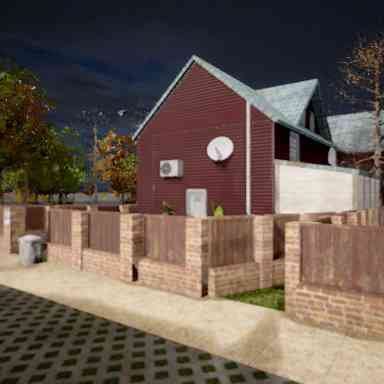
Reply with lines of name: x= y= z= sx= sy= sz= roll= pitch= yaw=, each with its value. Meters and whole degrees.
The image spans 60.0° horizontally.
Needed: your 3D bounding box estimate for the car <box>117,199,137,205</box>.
car: x=-6.649 y=1.581 z=37.100 sx=1.837 sy=1.490 sz=4.892 roll=0 pitch=0 yaw=35
